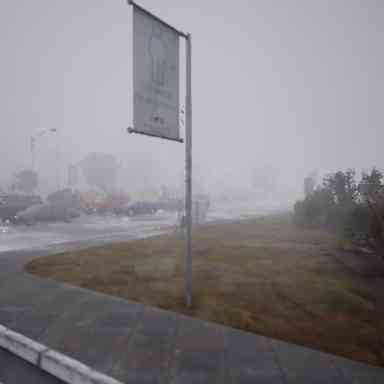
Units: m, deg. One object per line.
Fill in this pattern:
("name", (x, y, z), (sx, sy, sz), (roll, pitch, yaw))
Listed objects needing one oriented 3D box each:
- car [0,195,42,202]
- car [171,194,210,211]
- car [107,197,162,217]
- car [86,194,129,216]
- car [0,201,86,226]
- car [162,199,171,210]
("car", (-14.108, 1.257, 25.515), (2.150, 2.045, 5.566), (0, 0, 32))
("car", (0.220, 1.254, 41.621), (2.150, 2.045, 5.566), (0, 0, 32))
("car", (-5.506, 1.509, 32.574), (1.882, 1.535, 5.008), (0, 0, 32))
("car", (-8.628, 1.257, 34.189), (2.150, 2.045, 5.566), (0, 0, 32))
("car", (-10.748, 1.578, 24.280), (2.033, 1.411, 5.357), (0, 0, 32))
("car", (-2.938, 1.584, 43.177), (2.033, 1.411, 5.357), (0, 0, 32))
